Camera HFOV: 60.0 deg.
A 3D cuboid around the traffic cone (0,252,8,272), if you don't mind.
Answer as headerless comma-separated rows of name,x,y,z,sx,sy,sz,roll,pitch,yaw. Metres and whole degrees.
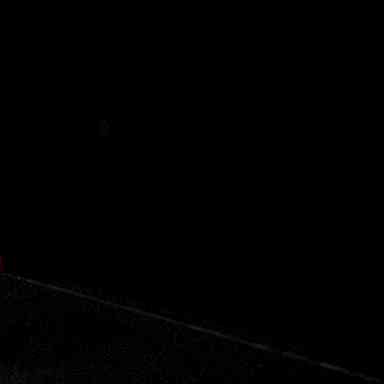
traffic cone,-5.982,2.161,10.369,0.340,0.580,0.340,-1,-2,36
